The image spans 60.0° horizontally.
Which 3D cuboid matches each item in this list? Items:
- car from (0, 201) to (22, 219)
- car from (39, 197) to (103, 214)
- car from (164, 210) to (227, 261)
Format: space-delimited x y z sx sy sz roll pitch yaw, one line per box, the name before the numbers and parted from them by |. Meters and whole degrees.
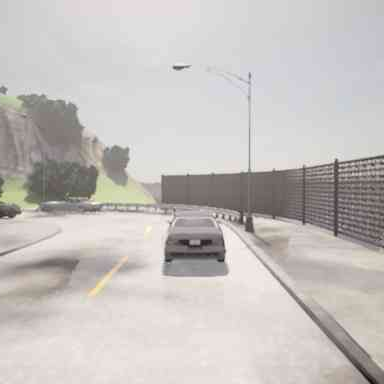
car | -14.095 1.063 22.502 4.892 1.490 1.837 0 1 2
car | -9.755 1.077 26.815 4.718 1.301 1.895 0 1 10
car | 0.068 1.325 11.247 2.033 1.411 5.357 0 1 0
